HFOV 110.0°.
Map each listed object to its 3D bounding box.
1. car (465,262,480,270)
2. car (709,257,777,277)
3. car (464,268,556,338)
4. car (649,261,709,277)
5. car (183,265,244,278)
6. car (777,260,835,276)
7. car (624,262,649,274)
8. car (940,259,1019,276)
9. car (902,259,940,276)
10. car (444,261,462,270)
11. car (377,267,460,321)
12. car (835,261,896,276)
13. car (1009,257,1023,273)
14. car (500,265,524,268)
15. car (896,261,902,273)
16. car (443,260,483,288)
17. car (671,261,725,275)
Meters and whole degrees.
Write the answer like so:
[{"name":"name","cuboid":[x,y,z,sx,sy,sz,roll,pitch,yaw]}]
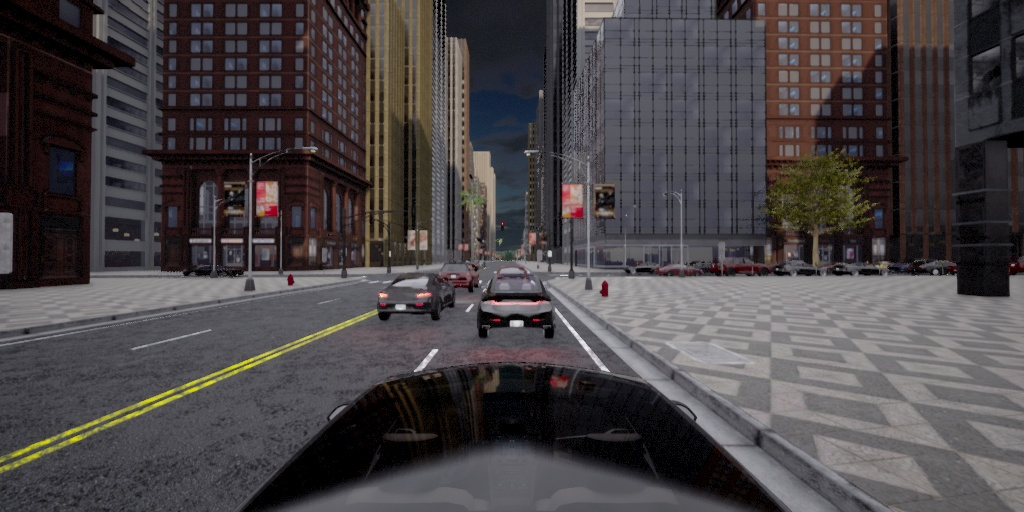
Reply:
[{"name":"car","cuboid":[-6.574,1.607,59.941,1.895,1.301,4.718,0,0,0]},{"name":"car","cuboid":[20.957,1.031,33.067,5.009,1.841,2.192,0,0,-1]},{"name":"car","cuboid":[0.099,1.246,10.124,2.128,1.511,4.902,0,0,0]},{"name":"car","cuboid":[15.318,1.317,32.980,4.207,1.307,1.802,0,0,-1]},{"name":"car","cuboid":[-29.045,1.546,35.016,4.718,1.301,1.895,0,-1,0]},{"name":"car","cuboid":[26.594,1.265,33.154,4.313,1.339,1.948,0,0,-1]},{"name":"car","cuboid":[15.188,1.400,41.503,4.313,1.339,1.948,0,0,-1]},{"name":"car","cuboid":[43.507,1.203,33.416,4.507,1.381,1.888,0,0,-1]},{"name":"car","cuboid":[42.857,1.195,36.031,4.892,1.490,1.837,0,-1,-1]},{"name":"car","cuboid":[-9.819,1.555,60.196,2.033,1.411,5.357,0,0,0]},{"name":"car","cuboid":[-3.149,1.284,12.436,1.812,1.442,4.674,0,0,0]},{"name":"car","cuboid":[32.231,1.250,33.241,4.313,1.339,1.948,0,0,-1]},{"name":"car","cuboid":[49.146,0.963,33.502,5.009,1.841,2.192,0,0,-1]},{"name":"car","cuboid":[0.001,1.254,19.625,1.882,1.535,5.008,0,0,0]},{"name":"car","cuboid":[43.784,1.075,39.132,4.553,1.767,2.097,0,-1,0]},{"name":"car","cuboid":[-3.148,1.135,21.417,2.097,1.767,4.553,0,0,0]},{"name":"car","cuboid":[20.114,1.290,38.829,4.892,1.490,1.837,0,-1,-1]}]
